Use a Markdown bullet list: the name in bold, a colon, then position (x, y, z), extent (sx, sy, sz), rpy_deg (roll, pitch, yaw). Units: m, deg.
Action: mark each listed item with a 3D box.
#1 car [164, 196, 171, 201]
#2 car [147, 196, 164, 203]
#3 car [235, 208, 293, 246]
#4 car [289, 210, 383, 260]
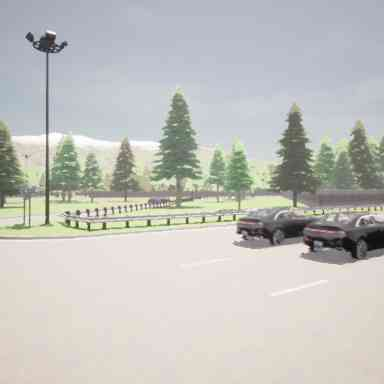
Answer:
- **car**: position (-5.695, 1.592, 69.738), extent (1.895, 1.301, 4.718), rpy_deg (0, 0, 5)
- **car**: position (-6.698, 1.518, 59.511), extent (1.812, 1.442, 4.674), rpy_deg (0, 0, 5)
- **car**: position (4.172, 1.489, 15.291), extent (4.902, 1.511, 2.128), rpy_deg (0, 0, -35)
- **car**: position (6.155, 1.489, 12.407), extent (4.902, 1.511, 2.128), rpy_deg (0, 0, -35)
